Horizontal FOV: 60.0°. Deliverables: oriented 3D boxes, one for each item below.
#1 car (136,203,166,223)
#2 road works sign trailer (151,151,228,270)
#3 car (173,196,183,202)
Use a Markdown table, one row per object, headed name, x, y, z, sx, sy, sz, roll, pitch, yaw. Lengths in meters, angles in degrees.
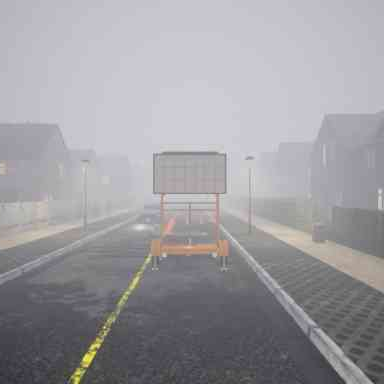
| name | x | y | z | sx | sy | sz | roll | pitch | yaw |
| --- | --- | --- | --- | --- | --- | --- | --- | --- | --- |
| car | -3.031 | 1.576 | 25.741 | 2.033 | 1.411 | 5.357 | 0 | 0 | 0 |
| road works sign trailer | -0.070 | 0.467 | 11.009 | 2.380 | 3.560 | 2.880 | 0 | 0 | 0 |
| car | -3.306 | 1.708 | 78.134 | 2.097 | 1.767 | 4.553 | 0 | -1 | 0 |
